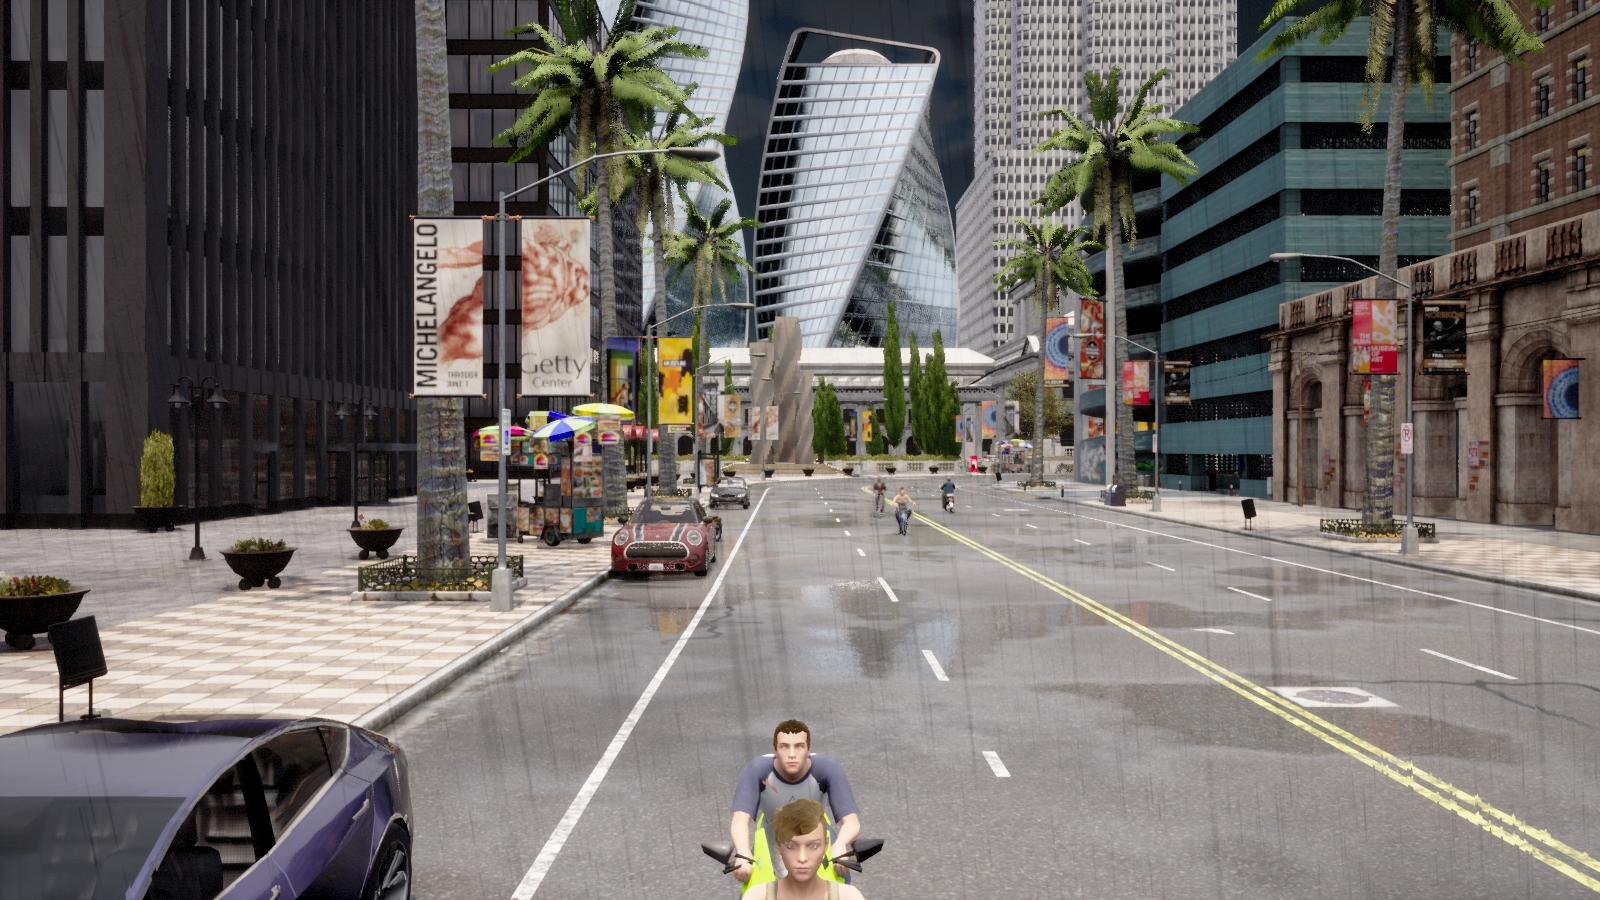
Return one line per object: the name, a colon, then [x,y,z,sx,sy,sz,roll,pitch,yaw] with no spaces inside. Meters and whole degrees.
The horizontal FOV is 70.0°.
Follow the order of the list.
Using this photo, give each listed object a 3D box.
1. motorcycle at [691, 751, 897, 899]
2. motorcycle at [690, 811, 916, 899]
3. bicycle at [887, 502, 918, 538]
motorcycle: [-0.021,2.223,5.435,0.803,1.145,2.033,-1,-4,0]
motorcycle: [0.011,2.176,3.553,0.764,1.277,2.356,0,2,0]
bicycle: [3.356,2.271,37.361,0.859,1.080,1.487,0,0,-1]
